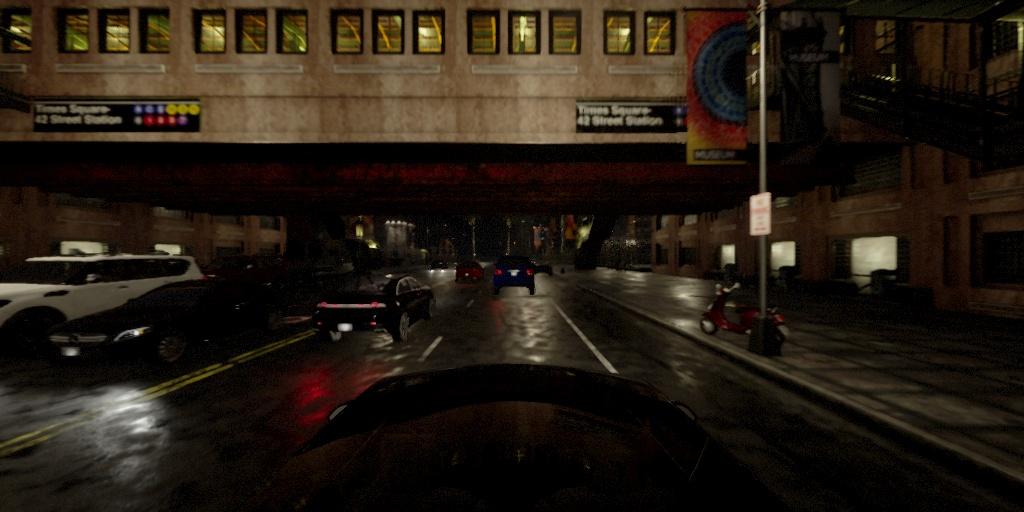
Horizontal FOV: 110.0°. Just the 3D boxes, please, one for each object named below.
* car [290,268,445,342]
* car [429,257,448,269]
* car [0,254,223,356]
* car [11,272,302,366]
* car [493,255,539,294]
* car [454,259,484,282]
[{"bbox_3d":[-3.400,1.240,9.726,2.128,1.511,4.902,0,0,0],"label":"car"},{"bbox_3d":[-10.412,1.244,51.558,1.837,1.490,4.892,0,0,0],"label":"car"},{"bbox_3d":[-10.588,0.969,8.920,2.150,2.045,5.566,0,0,0],"label":"car"},{"bbox_3d":[-7.098,1.274,8.096,1.812,1.442,4.674,0,0,0],"label":"car"},{"bbox_3d":[0.118,0.968,20.299,2.150,2.045,5.566,0,0,0],"label":"car"},{"bbox_3d":[-3.315,1.222,28.848,1.882,1.535,5.008,0,0,0],"label":"car"}]
